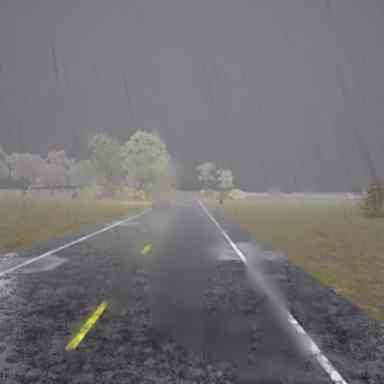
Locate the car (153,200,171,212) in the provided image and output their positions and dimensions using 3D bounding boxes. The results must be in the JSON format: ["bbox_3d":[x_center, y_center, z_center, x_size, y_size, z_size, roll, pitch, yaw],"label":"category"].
[{"bbox_3d":[-3.507,1.615,39.349,1.895,1.301,4.718,0,0,0],"label":"car"}]
